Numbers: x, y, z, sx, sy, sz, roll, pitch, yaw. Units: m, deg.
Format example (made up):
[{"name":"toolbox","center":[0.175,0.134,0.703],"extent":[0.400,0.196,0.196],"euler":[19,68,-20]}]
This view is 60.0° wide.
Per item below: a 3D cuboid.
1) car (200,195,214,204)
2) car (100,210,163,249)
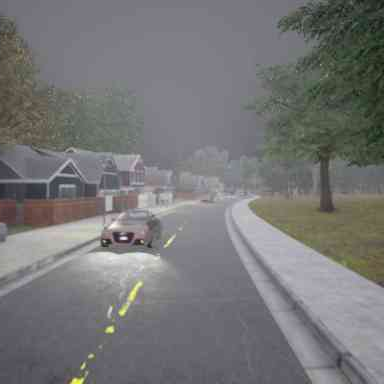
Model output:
[{"name":"car","center":[2.602,1.220,56.217],"extent":[1.837,1.490,4.892],"euler":[0,1,11]},{"name":"car","center":[-2.418,1.492,14.158],"extent":[1.994,1.385,4.181],"euler":[0,0,3]}]
